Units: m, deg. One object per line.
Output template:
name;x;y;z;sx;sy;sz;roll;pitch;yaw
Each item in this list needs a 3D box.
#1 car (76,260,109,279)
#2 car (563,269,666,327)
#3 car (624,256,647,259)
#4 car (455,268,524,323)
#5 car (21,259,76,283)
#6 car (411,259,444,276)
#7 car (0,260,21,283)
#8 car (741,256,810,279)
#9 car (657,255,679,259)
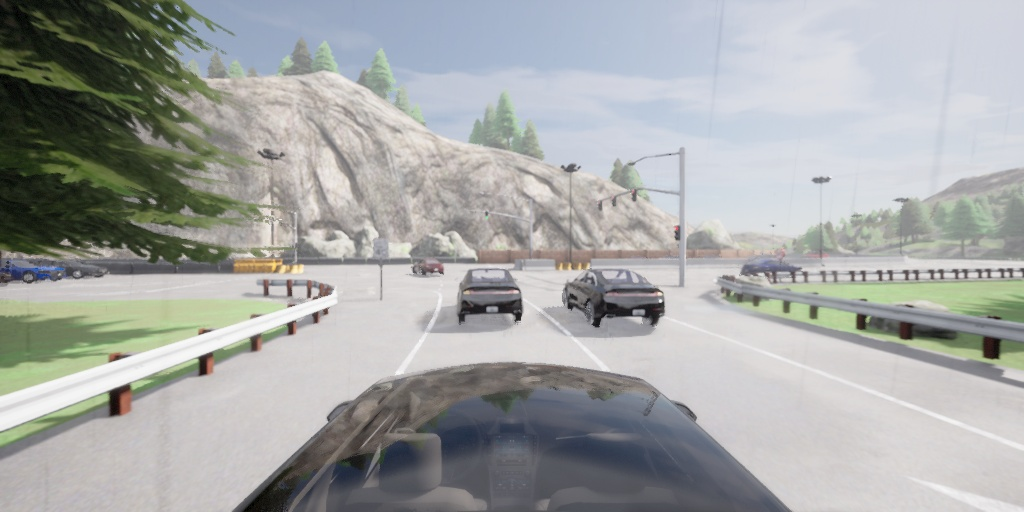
car;-34.309;0.975;27.561;4.892;1.490;1.837;0;1;-11
car;2.892;1.132;11.122;2.128;1.511;4.902;0;1;-4
car;20.489;0.628;60.198;4.181;1.385;1.994;0;1;-11
car;-0.799;1.131;11.605;2.128;1.511;4.902;0;1;-7
car;-33.533;0.987;24.146;5.008;1.535;1.882;1;0;-11
car;-7.492;0.953;31.918;1.812;1.442;4.674;0;1;-30
car;-32.988;1.093;20.683;5.357;1.411;2.033;0;1;-11
car;20.108;0.954;27.793;4.674;1.442;1.812;0;1;-12
car;23.534;0.624;53.700;4.902;1.511;2.128;0;1;-11
